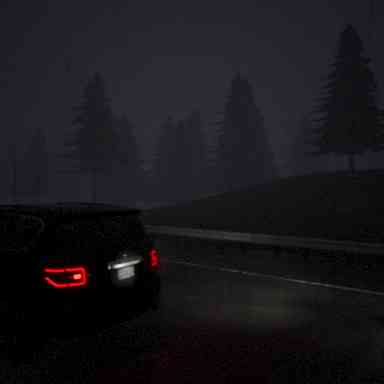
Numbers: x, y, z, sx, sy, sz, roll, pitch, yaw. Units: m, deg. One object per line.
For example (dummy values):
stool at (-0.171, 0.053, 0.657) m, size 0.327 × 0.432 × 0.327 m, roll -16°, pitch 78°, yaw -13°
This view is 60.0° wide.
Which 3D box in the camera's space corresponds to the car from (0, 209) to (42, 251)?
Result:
car at (-9.094, 1.548, 14.782) m, size 5.357 × 1.411 × 2.033 m, roll 0°, pitch 0°, yaw 36°

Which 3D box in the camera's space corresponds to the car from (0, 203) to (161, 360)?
car at (-3.102, 1.222, 6.206) m, size 5.566 × 2.045 × 2.150 m, roll 0°, pitch 0°, yaw 35°
